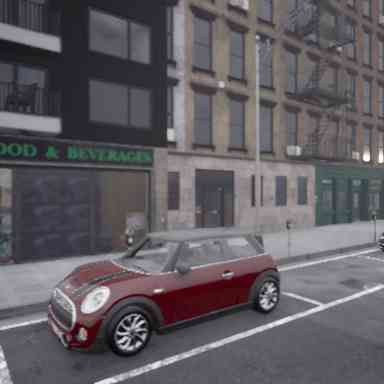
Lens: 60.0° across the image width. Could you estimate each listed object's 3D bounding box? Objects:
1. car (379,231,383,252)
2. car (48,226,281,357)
[{"bbox_3d":[8.630,1.532,12.357,4.403,1.369,2.008,0,0,-36],"label":"car"},{"bbox_3d":[-0.338,1.436,5.950,4.097,1.590,1.967,0,0,-36],"label":"car"}]
